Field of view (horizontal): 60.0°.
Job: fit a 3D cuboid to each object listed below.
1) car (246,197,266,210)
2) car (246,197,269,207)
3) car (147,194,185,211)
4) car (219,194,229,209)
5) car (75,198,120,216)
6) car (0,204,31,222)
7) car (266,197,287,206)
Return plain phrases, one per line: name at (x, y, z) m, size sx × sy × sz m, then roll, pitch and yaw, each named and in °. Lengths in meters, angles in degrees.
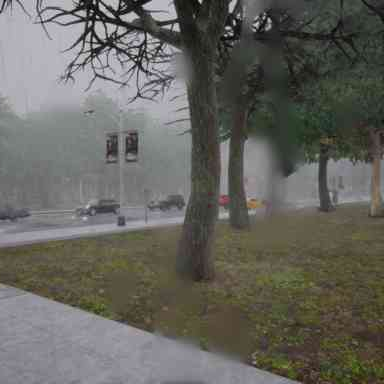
car at (7.838, 1.552, 45.289) m, size 1.882 × 1.535 × 5.008 m, roll 0°, pitch 0°, yaw 36°
car at (10.920, 1.594, 55.284) m, size 1.837 × 1.490 × 4.892 m, roll 0°, pitch 0°, yaw 36°
car at (-3.121, 1.270, 41.375) m, size 2.150 × 2.045 × 5.566 m, roll 0°, pitch 0°, yaw 35°
car at (4.841, 1.290, 46.694) m, size 2.150 × 2.045 × 5.566 m, roll 0°, pitch 0°, yaw 36°
car at (-9.235, 1.383, 32.813) m, size 2.097 × 1.767 × 4.553 m, roll 0°, pitch 0°, yaw 35°
car at (-14.976, 1.564, 24.776) m, size 2.033 × 1.411 × 5.357 m, roll 0°, pitch 0°, yaw 35°
car at (13.633, 1.571, 53.488) m, size 1.882 × 1.535 × 5.008 m, roll 0°, pitch 0°, yaw 36°
